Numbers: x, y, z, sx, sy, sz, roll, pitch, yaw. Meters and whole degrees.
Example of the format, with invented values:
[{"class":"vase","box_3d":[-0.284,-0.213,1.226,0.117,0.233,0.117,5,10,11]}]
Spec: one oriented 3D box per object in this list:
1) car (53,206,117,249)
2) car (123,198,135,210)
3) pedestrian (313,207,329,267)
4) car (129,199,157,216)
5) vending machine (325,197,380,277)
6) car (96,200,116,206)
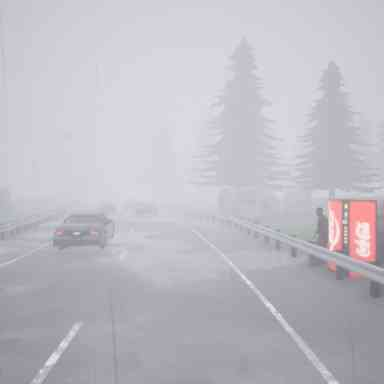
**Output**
[{"class":"car","box_3d":[-4.500,1.547,14.497,2.033,1.411,5.357,0,0,-7]},{"class":"car","box_3d":[-7.580,1.525,41.906,1.812,1.442,4.674,0,0,-19]},{"class":"pedestrian","box_3d":[3.907,1.294,9.949,0.375,1.860,0.375,0,0,-5]},{"class":"car","box_3d":[-4.653,1.600,32.273,1.895,1.301,4.718,0,0,-16]},{"class":"vending machine","box_3d":[4.428,1.195,9.251,1.100,2.100,0.880,0,0,-5]},{"class":"car","box_3d":[-8.769,1.525,33.864,1.812,1.442,4.674,0,0,-16]}]
